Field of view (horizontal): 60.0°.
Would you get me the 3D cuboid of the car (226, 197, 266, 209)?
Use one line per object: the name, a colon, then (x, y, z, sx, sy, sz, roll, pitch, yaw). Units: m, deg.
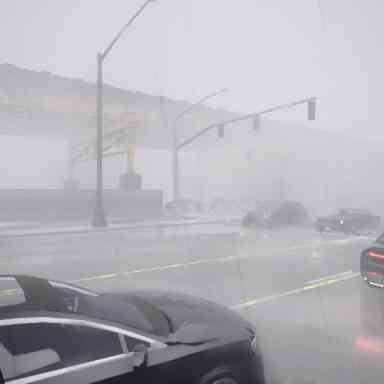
car: (7.185, 1.452, 44.463, 4.974, 1.542, 2.038, 0, 0, -7)

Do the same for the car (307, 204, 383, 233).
car: (8.781, 1.601, 18.790, 4.718, 1.301, 1.895, 0, 0, -40)

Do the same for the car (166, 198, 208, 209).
car: (-0.542, 1.295, 38.049, 4.536, 1.218, 1.853, 0, 0, 8)

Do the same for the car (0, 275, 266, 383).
car: (-1.495, 1.491, 2.688, 4.902, 1.511, 2.128, 0, 0, -35)

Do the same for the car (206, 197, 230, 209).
car: (3.279, 1.295, 40.765, 1.853, 1.218, 4.536, 0, 0, 18)

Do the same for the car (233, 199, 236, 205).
car: (7.133, 1.295, 44.457, 4.536, 1.218, 1.853, 0, 0, -7)

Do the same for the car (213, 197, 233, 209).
car: (3.263, 1.453, 40.715, 2.038, 1.542, 4.974, 0, 0, 18)

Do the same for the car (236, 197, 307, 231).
car: (5.251, 1.352, 20.708, 4.553, 1.767, 2.097, 0, 0, -38)

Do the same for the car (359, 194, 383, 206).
car: (20.336, 1.221, 36.135, 5.566, 2.045, 2.150, 0, 0, -38)

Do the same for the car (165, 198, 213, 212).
car: (-0.490, 1.453, 38.042, 4.974, 1.542, 2.038, 0, 0, 8)

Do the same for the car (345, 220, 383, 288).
car: (5.937, 1.505, 7.970, 4.892, 1.490, 1.837, 0, 0, -35)
